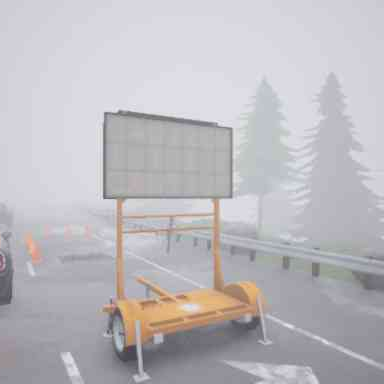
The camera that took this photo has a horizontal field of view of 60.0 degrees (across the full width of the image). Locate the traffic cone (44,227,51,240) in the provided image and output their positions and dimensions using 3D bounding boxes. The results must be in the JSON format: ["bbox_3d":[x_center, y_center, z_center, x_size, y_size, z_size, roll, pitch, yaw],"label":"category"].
[{"bbox_3d":[-7.286,2.084,16.804,0.340,0.580,0.340,0,-1,-30],"label":"traffic cone"}]

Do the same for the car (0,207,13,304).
[{"bbox_3d":[-5.447,1.407,7.819,2.097,1.767,4.553,0,-1,-30],"label":"car"}]

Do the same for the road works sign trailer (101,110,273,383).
[{"bbox_3d":[-0.419,0.516,5.765,2.380,3.560,2.880,0,-1,-30],"label":"road works sign trailer"}]

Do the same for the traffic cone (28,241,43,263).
[{"bbox_3d":[-5.183,2.040,11.097,0.340,0.580,0.340,0,-1,-30],"label":"traffic cone"}]

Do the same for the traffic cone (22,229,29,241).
[{"bbox_3d":[-7.164,2.065,14.572,0.340,0.580,0.340,0,-1,-30],"label":"traffic cone"}]

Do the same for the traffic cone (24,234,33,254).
[{"bbox_3d":[-6.173,2.053,12.834,0.340,0.580,0.340,0,-1,-30],"label":"traffic cone"}]

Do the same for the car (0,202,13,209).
[{"bbox_3d":[-14.220,1.525,24.152,2.097,1.767,4.553,0,-1,-27],"label":"car"}]

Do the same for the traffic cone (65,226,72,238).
[{"bbox_3d":[-6.417,2.091,17.300,0.340,0.580,0.340,0,-1,-30],"label":"traffic cone"}]
